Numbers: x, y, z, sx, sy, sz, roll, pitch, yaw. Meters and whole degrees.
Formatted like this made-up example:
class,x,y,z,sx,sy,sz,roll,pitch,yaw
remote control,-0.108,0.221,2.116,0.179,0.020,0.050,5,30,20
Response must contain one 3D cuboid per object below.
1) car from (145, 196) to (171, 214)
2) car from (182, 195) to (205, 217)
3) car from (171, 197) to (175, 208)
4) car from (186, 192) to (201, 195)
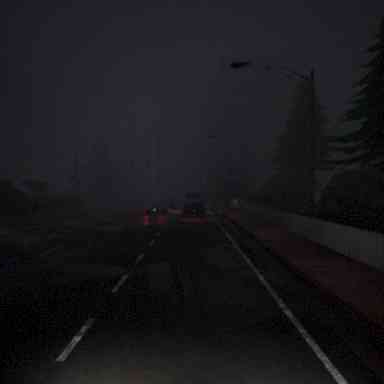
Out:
class,x,y,z,sx,sy,sz,roll,pitch,yaw
car,-3.346,1.344,32.130,1.812,1.442,4.674,0,0,0
car,0.169,1.314,29.187,1.882,1.535,5.008,0,1,0
car,-3.300,1.236,42.866,1.882,1.535,5.008,0,1,0
car,0.193,1.000,39.969,2.150,2.045,5.566,0,1,0
